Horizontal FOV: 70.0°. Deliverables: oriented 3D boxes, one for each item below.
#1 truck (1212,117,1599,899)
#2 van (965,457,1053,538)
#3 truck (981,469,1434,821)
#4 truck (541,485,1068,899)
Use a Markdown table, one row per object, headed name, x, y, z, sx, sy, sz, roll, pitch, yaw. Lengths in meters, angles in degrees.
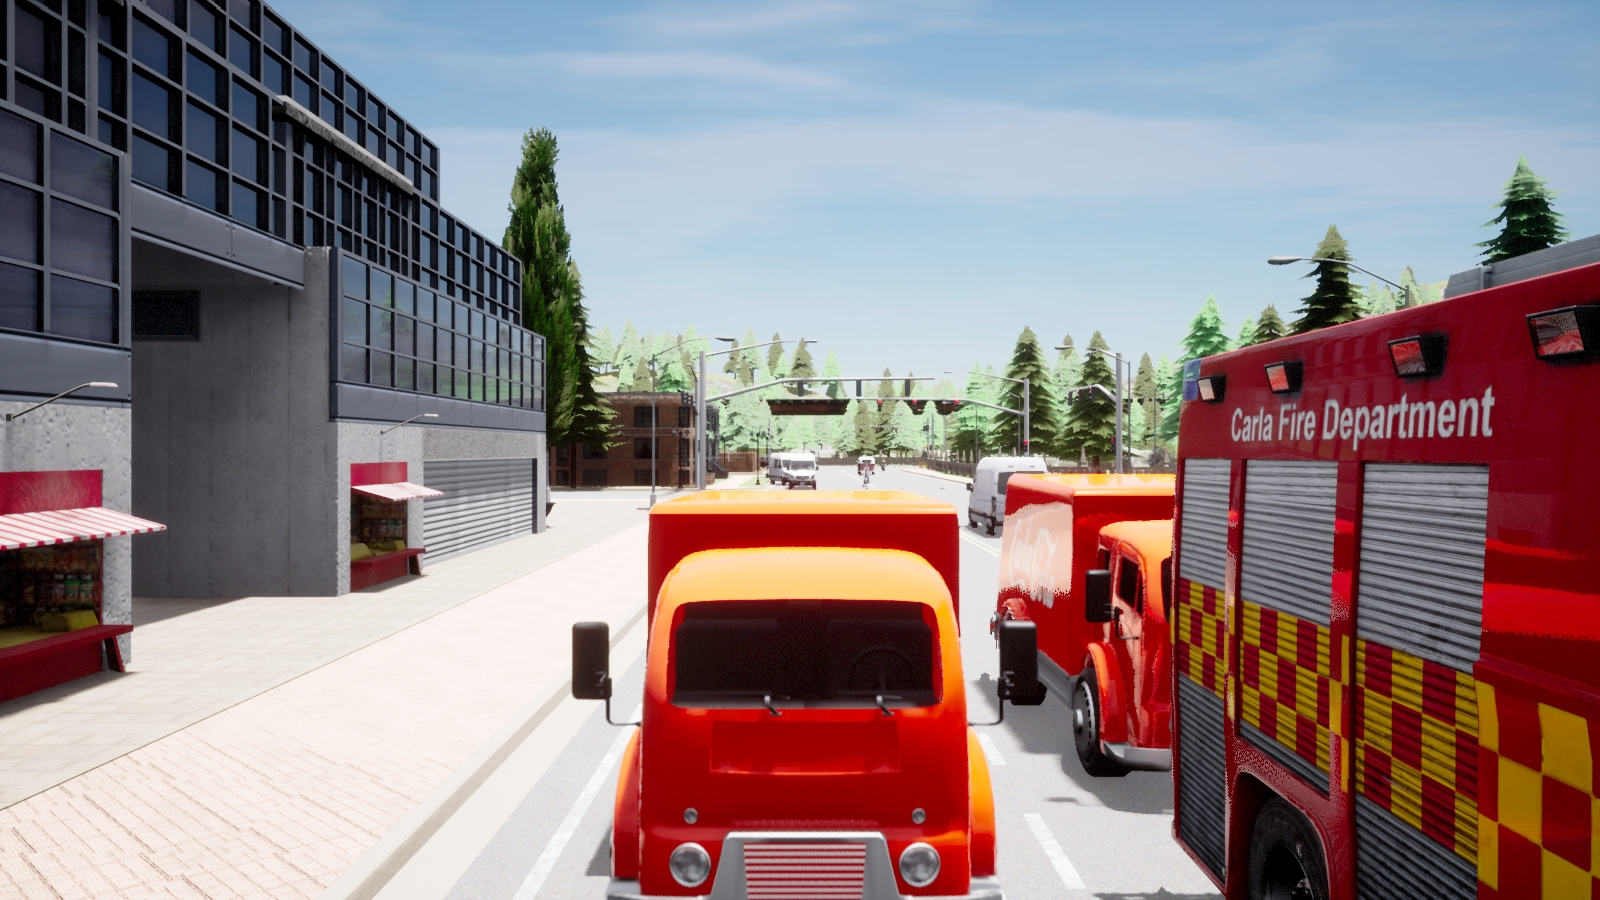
| name | x | y | z | sx | sy | sz | roll | pitch | yaw |
| --- | --- | --- | --- | --- | --- | --- | --- | --- | --- |
| truck | 3.886 | 0.890 | 2.734 | 2.891 | 3.827 | 8.468 | 0 | 0 | 1 |
| van | 7.138 | 1.534 | 39.597 | 1.988 | 2.561 | 5.915 | 0 | 0 | 0 |
| truck | 3.528 | 1.544 | 11.359 | 2.627 | 2.467 | 5.204 | 0 | 2 | 0 |
| truck | 0.018 | 1.569 | 8.298 | 2.627 | 2.467 | 5.204 | 0 | 0 | 0 |
